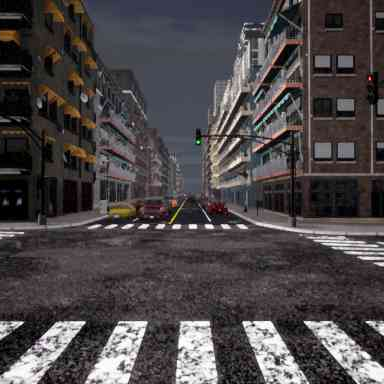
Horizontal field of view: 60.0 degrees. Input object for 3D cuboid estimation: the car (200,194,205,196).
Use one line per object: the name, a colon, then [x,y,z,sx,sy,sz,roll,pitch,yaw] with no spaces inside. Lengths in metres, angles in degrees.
car: [2.753,1.386,81.813,2.097,1.767,4.553,0,0,0]

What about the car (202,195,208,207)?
car: [2.581,1.453,39.023,1.967,1.590,4.097,1,0,0]

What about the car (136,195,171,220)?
car: [-3.159,1.361,28.048,2.097,1.767,4.553,0,0,-1]

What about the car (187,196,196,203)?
car: [-0.110,1.535,69.823,1.837,1.490,4.892,0,0,0]

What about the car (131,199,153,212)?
car: [-5.801,1.558,39.012,1.887,1.381,4.507,1,0,0]

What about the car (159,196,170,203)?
car: [-5.901,1.574,72.153,1.887,1.381,4.507,1,0,0]

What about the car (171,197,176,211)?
car: [-3.214,1.560,37.539,2.033,1.411,5.357,0,0,0]

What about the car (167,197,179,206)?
car: [-3.234,1.622,57.188,1.895,1.301,4.718,0,0,0]

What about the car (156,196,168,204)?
car: [-5.884,1.577,66.629,2.008,1.369,4.403,1,0,0]

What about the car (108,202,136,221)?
car: [-5.766,1.534,27.795,1.752,1.417,4.829,1,0,0]

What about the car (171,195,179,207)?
car: [-3.234,1.369,47.329,2.097,1.767,4.553,0,0,0]

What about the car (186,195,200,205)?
car: [-0.082,1.500,59.554,1.882,1.535,5.008,0,0,0]

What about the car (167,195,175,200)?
car: [-5.967,1.594,94.246,2.008,1.369,4.403,1,0,0]

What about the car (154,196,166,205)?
car: [-5.867,1.548,60.936,1.752,1.417,4.829,1,0,0]

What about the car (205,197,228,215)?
car: [2.597,1.555,33.499,1.887,1.381,4.507,1,0,0]

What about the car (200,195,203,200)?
car: [2.546,1.599,50.070,1.802,1.307,4.206,1,0,0]
